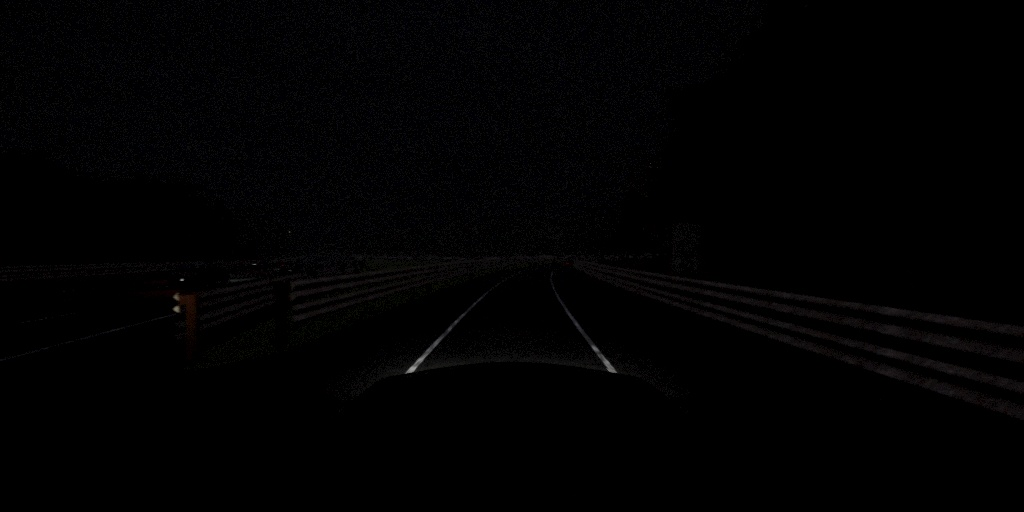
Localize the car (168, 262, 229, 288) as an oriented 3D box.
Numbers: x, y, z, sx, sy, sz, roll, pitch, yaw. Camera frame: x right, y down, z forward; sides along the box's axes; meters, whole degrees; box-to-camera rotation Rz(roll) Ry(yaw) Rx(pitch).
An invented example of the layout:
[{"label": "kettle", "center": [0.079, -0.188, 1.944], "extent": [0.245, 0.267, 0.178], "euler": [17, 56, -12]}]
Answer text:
[{"label": "car", "center": [-21.301, 1.274, 24.597], "extent": [2.128, 1.511, 4.902], "euler": [0, 0, -19]}]

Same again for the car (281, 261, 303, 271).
[{"label": "car", "center": [-30.109, 1.360, 49.073], "extent": [1.994, 1.385, 4.181], "euler": [0, 0, -21]}]

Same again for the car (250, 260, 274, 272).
[{"label": "car", "center": [-33.654, 1.280, 48.313], "extent": [2.128, 1.511, 4.902], "euler": [0, 0, -21]}]

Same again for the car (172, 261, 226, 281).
[{"label": "car", "center": [-27.470, 1.249, 31.671], "extent": [1.882, 1.535, 5.008], "euler": [0, -1, -19]}]
